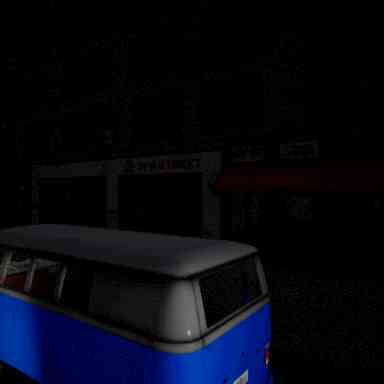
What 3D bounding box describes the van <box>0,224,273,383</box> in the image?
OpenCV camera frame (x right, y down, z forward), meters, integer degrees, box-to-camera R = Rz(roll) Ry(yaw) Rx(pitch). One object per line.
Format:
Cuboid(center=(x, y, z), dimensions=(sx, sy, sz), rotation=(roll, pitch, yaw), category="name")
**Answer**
Cuboid(center=(-1.094, 1.341, 3.861), dimensions=(3.998, 1.788, 1.690), rotation=(0, 0, 36), category="van")
